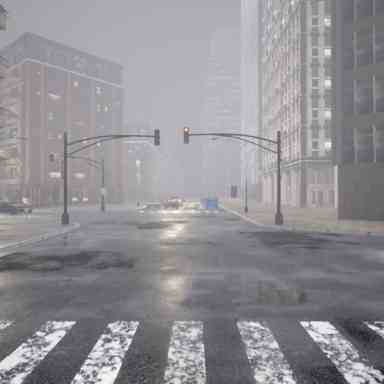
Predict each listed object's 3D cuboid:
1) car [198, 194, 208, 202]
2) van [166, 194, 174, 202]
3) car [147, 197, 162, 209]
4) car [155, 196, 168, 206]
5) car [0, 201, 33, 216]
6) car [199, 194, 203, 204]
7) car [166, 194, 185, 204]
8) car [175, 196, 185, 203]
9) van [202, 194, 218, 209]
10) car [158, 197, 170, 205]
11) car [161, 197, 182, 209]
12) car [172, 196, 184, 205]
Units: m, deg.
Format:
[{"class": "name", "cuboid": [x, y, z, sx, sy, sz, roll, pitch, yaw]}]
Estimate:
[{"class": "car", "cuboid": [2.752, 1.468, 84.773, 2.192, 1.841, 5.009, 0, 0, 0]}, {"class": "van", "cuboid": [-5.139, 1.475, 79.236, 1.690, 1.788, 3.998, 0, 0, 0]}, {"class": "car", "cuboid": [-5.212, 1.571, 45.752, 1.752, 1.417, 4.829, 0, 0, 0]}, {"class": "car", "cuboid": [-5.188, 1.510, 57.028, 1.967, 1.590, 4.097, 0, 0, 0]}, {"class": "car", "cuboid": [-18.845, 1.662, 35.163, 4.902, 1.511, 2.128, 0, -1, 34]}, {"class": "car", "cuboid": [2.716, 1.645, 68.114, 1.887, 1.381, 4.507, 0, 0, 0]}, {"class": "car", "cuboid": [-2.705, 1.415, 54.177, 2.097, 1.767, 4.553, 0, 0, 0]}, {"class": "car", "cuboid": [-2.589, 1.669, 73.899, 1.994, 1.385, 4.181, 0, 0, 0]}, {"class": "van", "cuboid": [2.669, 1.387, 45.905, 1.690, 1.788, 3.998, 0, 0, 0]}, {"class": "car", "cuboid": [-5.176, 1.651, 62.580, 1.947, 1.339, 4.313, 0, 0, 0]}, {"class": "car", "cuboid": [-2.730, 1.645, 45.051, 1.895, 1.301, 4.718, 0, 0, 0]}, {"class": "car", "cuboid": [-2.657, 1.580, 64.017, 2.128, 1.511, 4.902, 0, 0, 1]}]
